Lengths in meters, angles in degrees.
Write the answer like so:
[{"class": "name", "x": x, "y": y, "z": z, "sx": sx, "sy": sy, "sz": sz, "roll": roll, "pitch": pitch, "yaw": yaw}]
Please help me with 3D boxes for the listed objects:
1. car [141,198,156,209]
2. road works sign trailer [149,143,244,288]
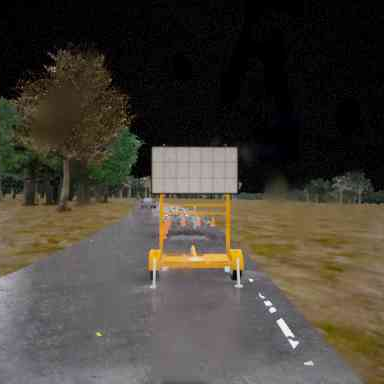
[{"class": "car", "x": -5.814, "y": 1.528, "z": 44.396, "sx": 1.812, "sy": 1.442, "sz": 4.674, "roll": 0, "pitch": 0, "yaw": -9}, {"class": "road works sign trailer", "x": 0.071, "y": 0.464, "z": 9.224, "sx": 2.380, "sy": 3.560, "sz": 2.880, "roll": 0, "pitch": 0, "yaw": -2}]
